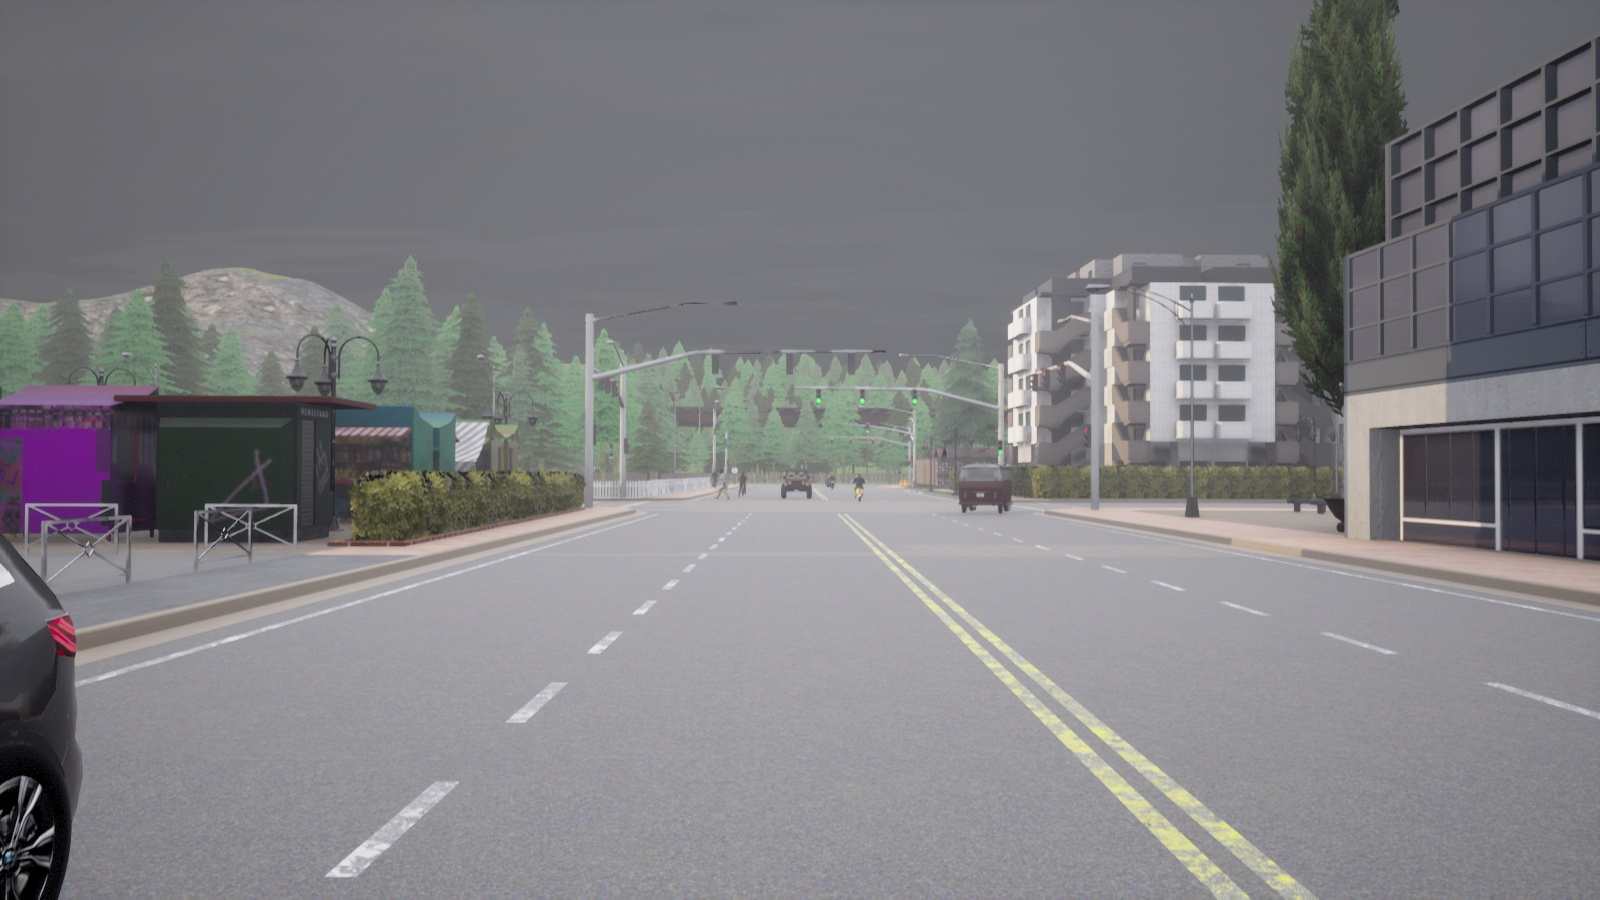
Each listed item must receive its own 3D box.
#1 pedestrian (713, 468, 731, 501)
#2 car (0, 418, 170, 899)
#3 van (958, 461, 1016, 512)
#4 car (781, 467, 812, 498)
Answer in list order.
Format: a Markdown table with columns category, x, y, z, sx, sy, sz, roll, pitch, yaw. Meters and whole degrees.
| category | x | y | z | sx | sy | sz | roll | pitch | yaw |
| --- | --- | --- | --- | --- | --- | --- | --- | --- | --- |
| pedestrian | -4.406 | 1.927 | 71.037 | 0.900 | 1.855 | 0.874 | 0 | -1 | 1 |
| car | -3.507 | 0.720 | 2.453 | 2.242 | 1.667 | 4.611 | 0 | -1 | 0 |
| van | 7.710 | 1.478 | 51.569 | 1.775 | 1.987 | 4.442 | -1 | -1 | 16 |
| car | -0.199 | 2.048 | 78.717 | 1.905 | 1.878 | 3.866 | 0 | -1 | 0 |
